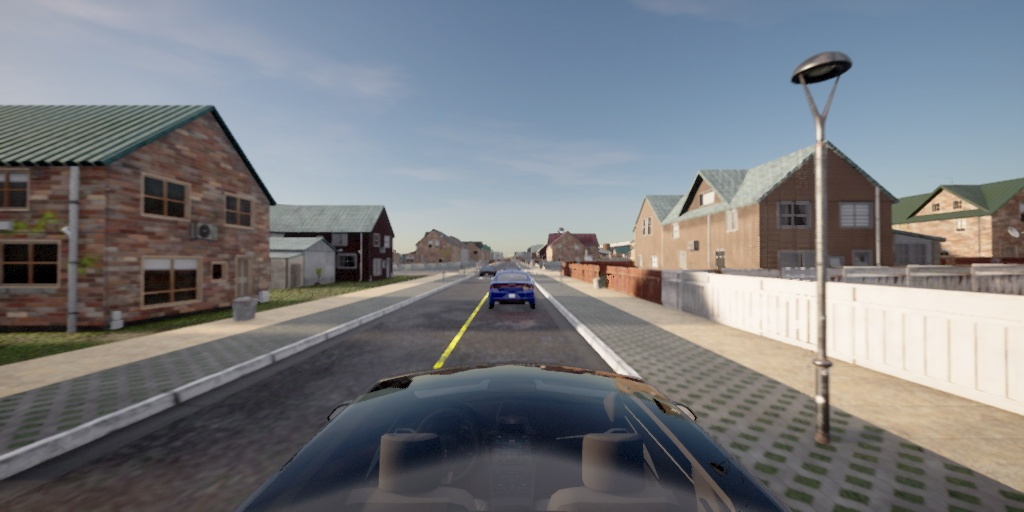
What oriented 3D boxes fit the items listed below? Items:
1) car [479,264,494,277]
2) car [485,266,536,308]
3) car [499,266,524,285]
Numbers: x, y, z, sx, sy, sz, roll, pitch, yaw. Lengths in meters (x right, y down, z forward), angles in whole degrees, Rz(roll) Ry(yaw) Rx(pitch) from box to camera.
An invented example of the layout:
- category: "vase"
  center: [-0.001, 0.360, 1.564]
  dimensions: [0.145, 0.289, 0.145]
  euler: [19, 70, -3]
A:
- category: "car"
  center: [-2.793, 1.699, 42.370]
  dimensions: [2.033, 1.411, 5.357]
  euler: [0, -1, 0]
- category: "car"
  center: [0.019, 1.375, 16.096]
  dimensions: [1.882, 1.535, 5.008]
  euler: [0, 0, 0]
- category: "car"
  center: [-0.001, 1.603, 30.398]
  dimensions: [1.994, 1.385, 4.181]
  euler: [0, 0, 1]
